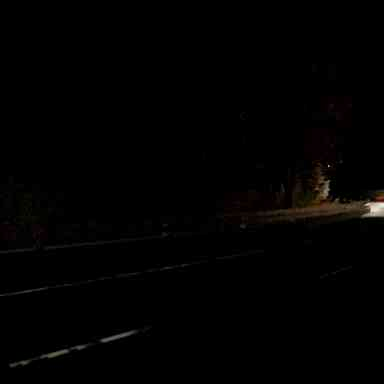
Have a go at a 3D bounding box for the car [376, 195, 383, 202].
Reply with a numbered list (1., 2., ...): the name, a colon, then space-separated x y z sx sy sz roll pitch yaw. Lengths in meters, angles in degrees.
1. car: 46.796 1.520 81.010 2.097 1.767 4.553 0 0 6
